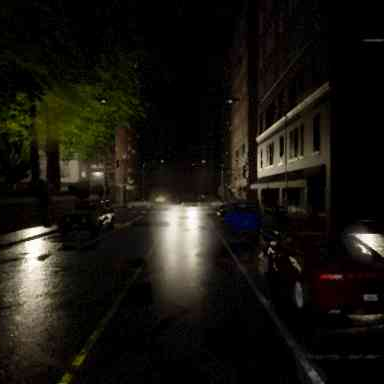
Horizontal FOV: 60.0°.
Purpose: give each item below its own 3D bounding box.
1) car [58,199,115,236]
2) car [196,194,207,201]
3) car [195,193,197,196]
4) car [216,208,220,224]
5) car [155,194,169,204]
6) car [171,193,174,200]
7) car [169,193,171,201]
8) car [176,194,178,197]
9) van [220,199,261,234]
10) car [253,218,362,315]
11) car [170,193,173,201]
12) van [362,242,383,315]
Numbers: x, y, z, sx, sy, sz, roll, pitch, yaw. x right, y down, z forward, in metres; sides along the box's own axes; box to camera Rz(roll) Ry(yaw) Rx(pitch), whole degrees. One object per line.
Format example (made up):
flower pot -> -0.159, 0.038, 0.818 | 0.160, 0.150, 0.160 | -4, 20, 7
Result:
car -> -5.734, 1.321, 18.769 | 2.192, 1.841, 5.009 | 0, 0, 0
car -> 2.578, 1.381, 78.876 | 1.967, 1.590, 4.097 | 0, 0, 0
car -> 2.540, 1.490, 89.773 | 2.008, 1.369, 4.403 | 0, 0, 0
car -> 2.772, 1.552, 24.500 | 1.947, 1.339, 4.313 | 0, 0, 0
car -> -5.888, 1.490, 62.288 | 1.752, 1.417, 4.829 | 0, 0, 0
car -> -5.946, 1.501, 78.810 | 1.887, 1.381, 4.507 | 0, 0, 0
car -> -5.908, 1.512, 67.908 | 2.008, 1.369, 4.403 | 0, 0, 0
car -> -6.005, 1.271, 95.162 | 2.192, 1.841, 5.009 | 0, 0, 0
van -> 2.791, 1.331, 18.839 | 1.690, 1.788, 3.998 | 0, 0, 0
car -> 2.831, 1.539, 7.518 | 1.887, 1.381, 4.507 | 0, 0, 0
car -> -5.927, 1.503, 73.359 | 1.887, 1.381, 4.507 | 0, 0, 0
van -> 2.850, 1.336, 1.858 | 1.690, 1.788, 3.998 | 0, 0, 0
